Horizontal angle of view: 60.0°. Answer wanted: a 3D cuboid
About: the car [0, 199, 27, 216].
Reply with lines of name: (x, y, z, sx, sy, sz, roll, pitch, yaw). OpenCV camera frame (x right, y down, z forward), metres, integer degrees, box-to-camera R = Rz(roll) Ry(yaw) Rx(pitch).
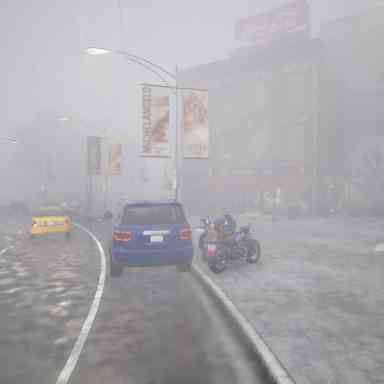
car: (-17.394, 1.490, 32.356, 1.837, 1.490, 4.892, 1, 0, -43)

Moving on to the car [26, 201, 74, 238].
car: (-7.558, 1.450, 17.715, 1.801, 1.575, 5.366, 0, 0, -24)

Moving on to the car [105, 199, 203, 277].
car: (-1.533, 1.219, 10.591, 2.150, 2.045, 5.566, 0, 0, -15)

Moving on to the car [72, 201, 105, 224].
car: (-7.348, 1.590, 24.614, 1.895, 1.301, 4.718, 0, 0, -28)
